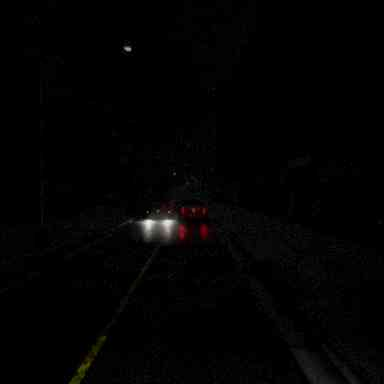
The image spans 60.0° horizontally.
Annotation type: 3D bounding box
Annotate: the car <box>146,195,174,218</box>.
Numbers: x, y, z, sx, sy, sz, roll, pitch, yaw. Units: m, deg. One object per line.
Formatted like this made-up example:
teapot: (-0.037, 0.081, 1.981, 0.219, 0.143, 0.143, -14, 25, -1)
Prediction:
car: (-2.837, 1.261, 30.556, 2.150, 2.045, 5.566, 0, 0, 0)

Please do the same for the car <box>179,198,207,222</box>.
car: (0.108, 1.369, 26.506, 2.097, 1.767, 4.553, 0, 0, 0)

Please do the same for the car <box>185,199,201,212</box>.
car: (0.117, 1.627, 41.005, 1.837, 1.490, 4.892, 0, 0, 0)
